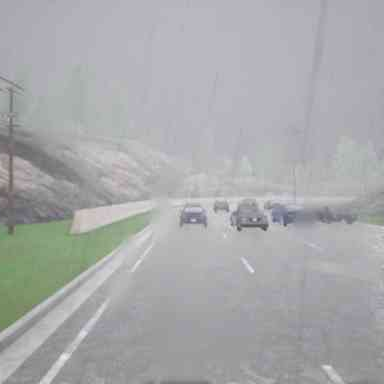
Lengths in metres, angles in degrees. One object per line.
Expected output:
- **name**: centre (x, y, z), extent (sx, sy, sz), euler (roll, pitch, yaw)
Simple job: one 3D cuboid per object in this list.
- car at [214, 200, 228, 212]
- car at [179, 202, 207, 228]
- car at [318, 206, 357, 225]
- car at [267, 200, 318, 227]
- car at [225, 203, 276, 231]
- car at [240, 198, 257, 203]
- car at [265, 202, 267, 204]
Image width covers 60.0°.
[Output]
- **car**: centre (3.744, 1.726, 42.920), extent (2.128, 1.511, 4.902), euler (0, 0, 2)
- **car**: centre (0.082, 1.655, 23.475), extent (1.812, 1.442, 4.674), euler (0, 0, 0)
- **car**: centre (10.596, 1.741, 25.472), extent (1.895, 1.301, 4.718), euler (0, 0, 0)
- **car**: centre (7.095, 1.610, 24.071), extent (1.882, 1.535, 5.008), euler (0, 0, 0)
- **car**: centre (3.596, 1.666, 21.607), extent (2.033, 1.411, 5.357), euler (0, 0, 0)
- **car**: centre (7.237, 1.586, 42.684), extent (2.097, 1.767, 4.553), euler (0, 0, 2)
- **car**: centre (10.785, 1.767, 44.077), extent (1.812, 1.442, 4.674), euler (0, 0, 3)
